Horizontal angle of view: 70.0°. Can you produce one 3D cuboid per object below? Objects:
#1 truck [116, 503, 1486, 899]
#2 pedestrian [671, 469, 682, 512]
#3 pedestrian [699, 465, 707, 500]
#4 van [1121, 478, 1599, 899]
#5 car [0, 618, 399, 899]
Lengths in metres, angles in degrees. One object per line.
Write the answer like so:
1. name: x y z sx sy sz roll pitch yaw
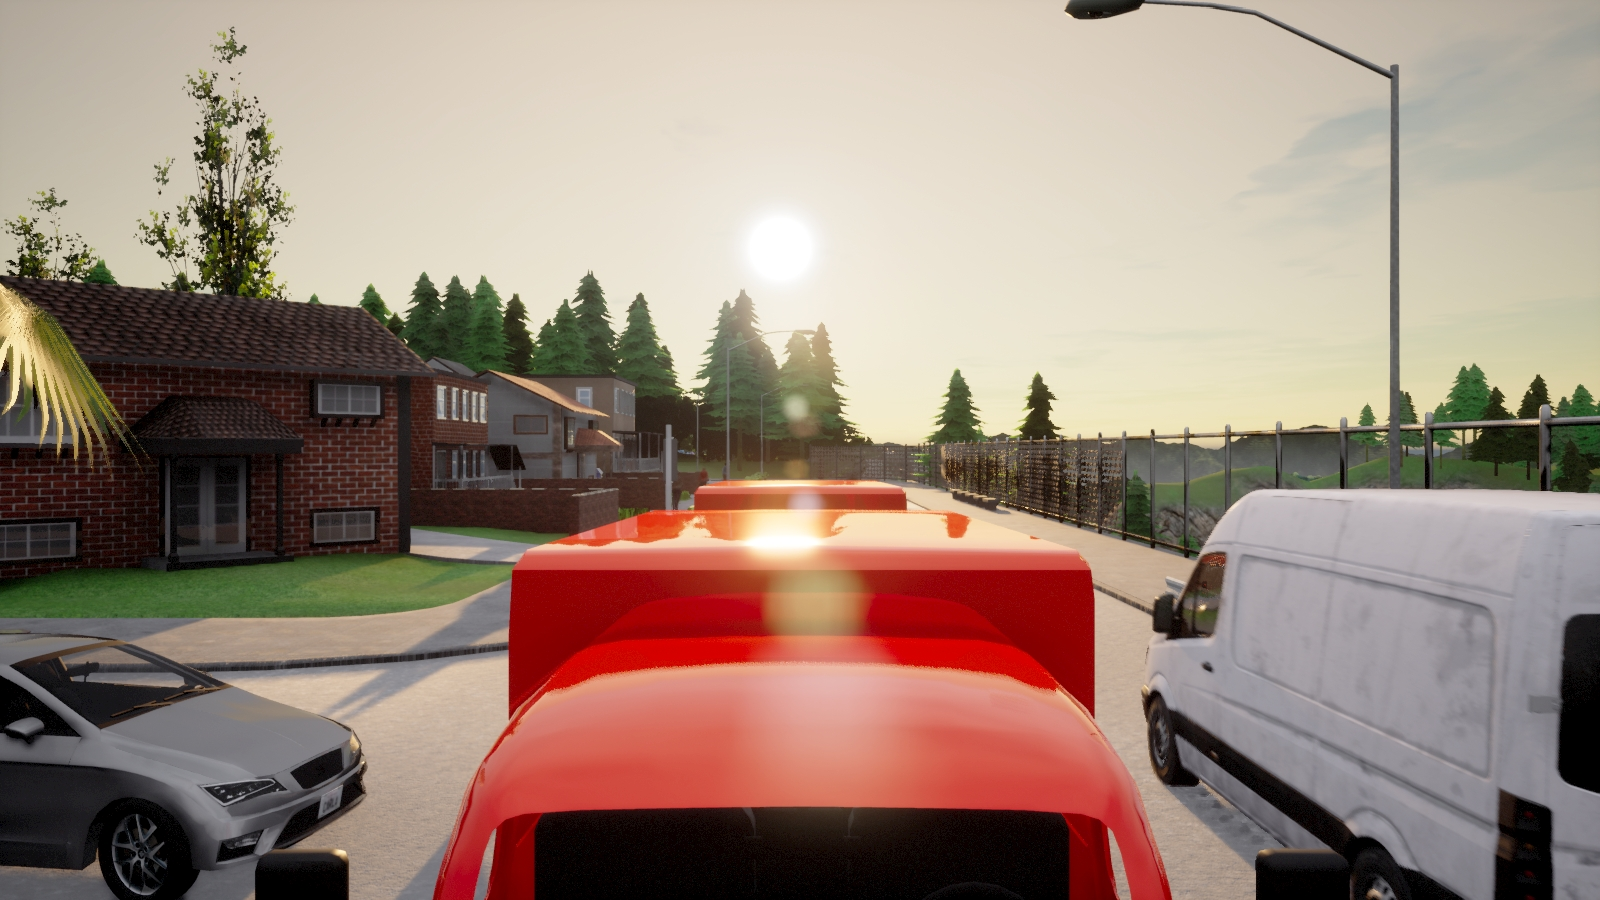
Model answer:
1. truck: 0.003 1.571 4.792 2.627 2.467 5.204 0 0 0
2. pedestrian: -5.391 1.765 49.800 0.375 1.860 0.375 0 0 11
3. pedestrian: -5.293 1.770 62.287 0.375 1.860 0.375 0 0 0
4. van: 3.996 1.538 7.709 1.988 2.561 5.915 0 0 0
5. car: -5.218 2.069 7.982 4.193 1.474 1.816 0 0 8
